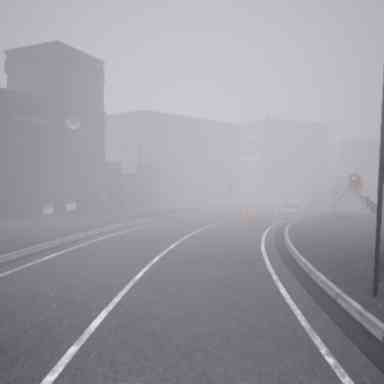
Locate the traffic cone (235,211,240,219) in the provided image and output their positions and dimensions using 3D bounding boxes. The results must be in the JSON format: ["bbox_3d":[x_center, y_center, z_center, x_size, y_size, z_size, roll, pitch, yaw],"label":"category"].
[{"bbox_3d":[3.548,1.787,25.925,0.340,0.580,0.340,2,1,23],"label":"traffic cone"}]

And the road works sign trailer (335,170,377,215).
[{"bbox_3d":[13.548,0.709,26.686,2.380,2.880,3.560,36,15,-52],"label":"road works sign trailer"}]

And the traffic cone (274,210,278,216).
[{"bbox_3d":[7.727,1.868,30.663,0.340,0.580,0.340,3,1,23],"label":"traffic cone"}]

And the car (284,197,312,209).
[{"bbox_3d":[13.684,1.412,42.796,4.674,1.442,1.812,1,3,-42],"label":"car"}]
